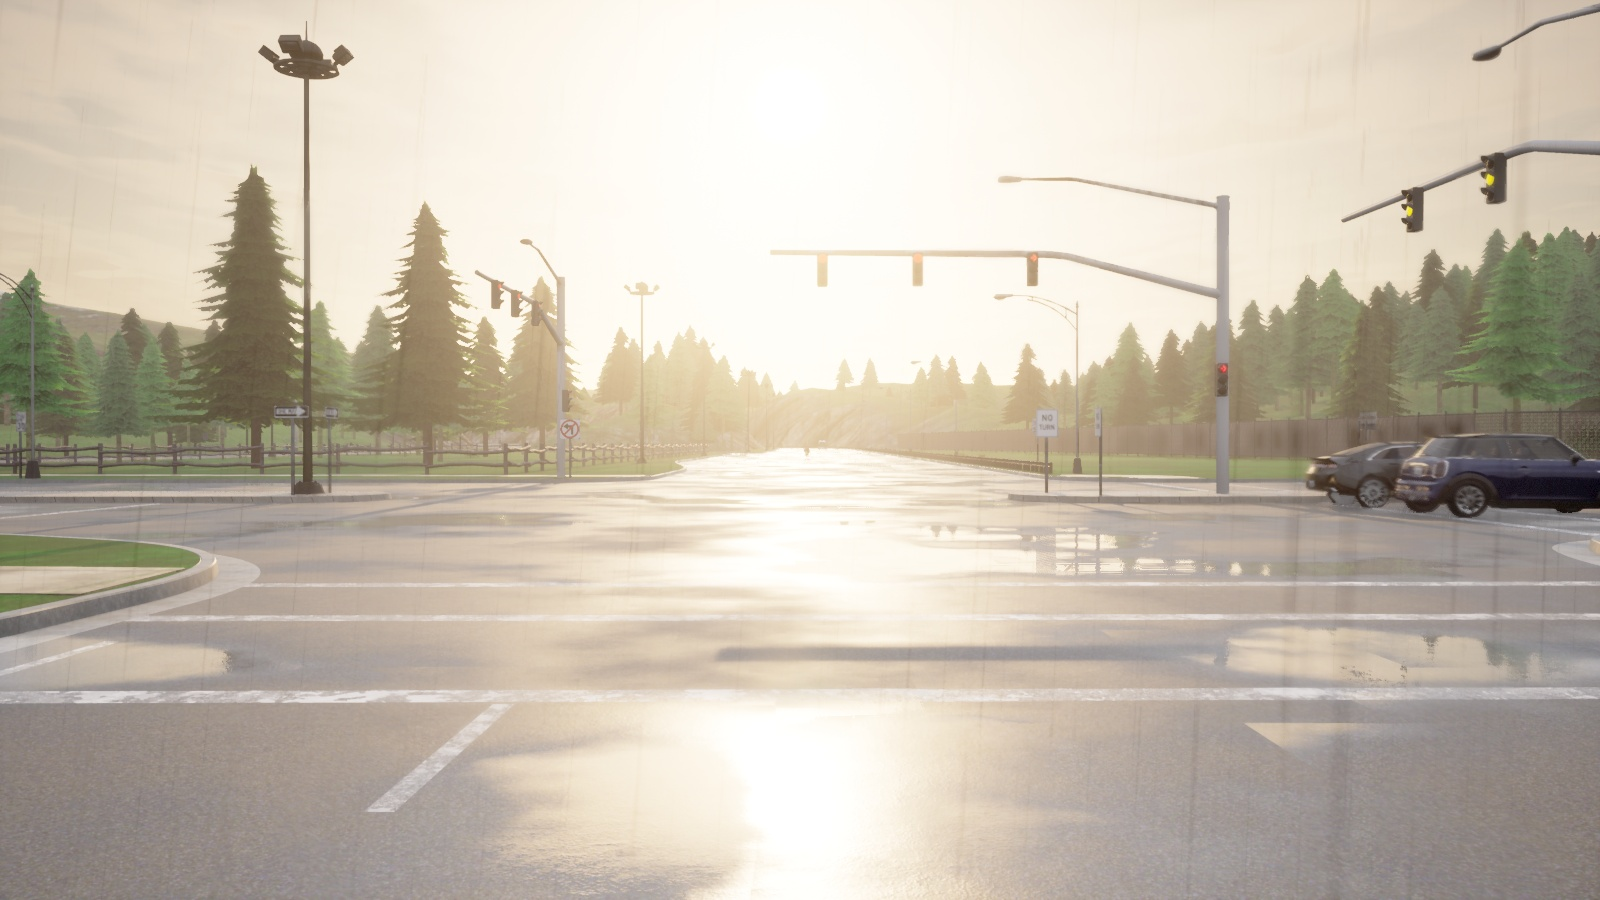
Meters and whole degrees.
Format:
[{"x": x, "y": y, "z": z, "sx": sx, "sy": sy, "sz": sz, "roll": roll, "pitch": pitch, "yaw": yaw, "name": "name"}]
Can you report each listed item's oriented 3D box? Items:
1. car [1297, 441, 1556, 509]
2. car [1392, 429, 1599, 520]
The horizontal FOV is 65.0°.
[{"x": 14.297, "y": 0.551, "z": 28.895, "sx": 4.902, "sy": 1.511, "sz": 2.128, "roll": 0, "pitch": 0, "yaw": 1, "name": "car"}, {"x": 14.752, "y": 0.474, "z": 25.387, "sx": 4.553, "sy": 1.767, "sz": 2.097, "roll": 0, "pitch": 0, "yaw": 1, "name": "car"}]
